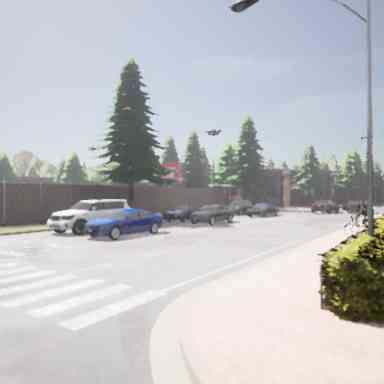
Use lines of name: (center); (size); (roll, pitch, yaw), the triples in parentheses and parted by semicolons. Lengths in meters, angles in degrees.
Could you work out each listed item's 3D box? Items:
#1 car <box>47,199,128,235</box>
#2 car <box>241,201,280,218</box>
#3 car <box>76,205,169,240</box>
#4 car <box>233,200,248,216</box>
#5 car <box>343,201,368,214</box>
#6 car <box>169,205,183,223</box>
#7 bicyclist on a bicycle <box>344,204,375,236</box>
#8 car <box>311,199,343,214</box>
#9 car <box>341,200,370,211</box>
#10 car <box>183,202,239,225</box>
car: (-6.358, 1.508, 21.374); (2.150, 2.045, 5.566); (-1, -1, 35)
car: (7.539, 1.877, 35.090); (2.033, 1.411, 5.357); (-1, -1, 35)
car: (-3.766, 1.717, 18.964); (1.882, 1.535, 5.008); (-1, -1, 35)
car: (5.365, 1.731, 38.028); (2.097, 1.767, 4.553); (-1, -1, 36)
car: (20.132, 1.762, 39.783); (1.882, 1.535, 5.008); (-1, -1, 41)
car: (-0.498, 1.881, 29.770); (2.033, 1.411, 5.357); (-1, -1, 34)
bicyclist on a bicycle: (8.267, 1.416, 16.155); (1.656, 1.620, 0.582); (-1, -1, 35)
car: (16.381, 1.677, 40.859); (2.097, 1.767, 4.553); (-1, -1, 40)
car: (23.581, 1.912, 47.976); (4.181, 1.385, 1.994); (0, -1, -35)
car: (1.648, 1.788, 26.717); (1.837, 1.490, 4.892); (-1, -1, 35)
